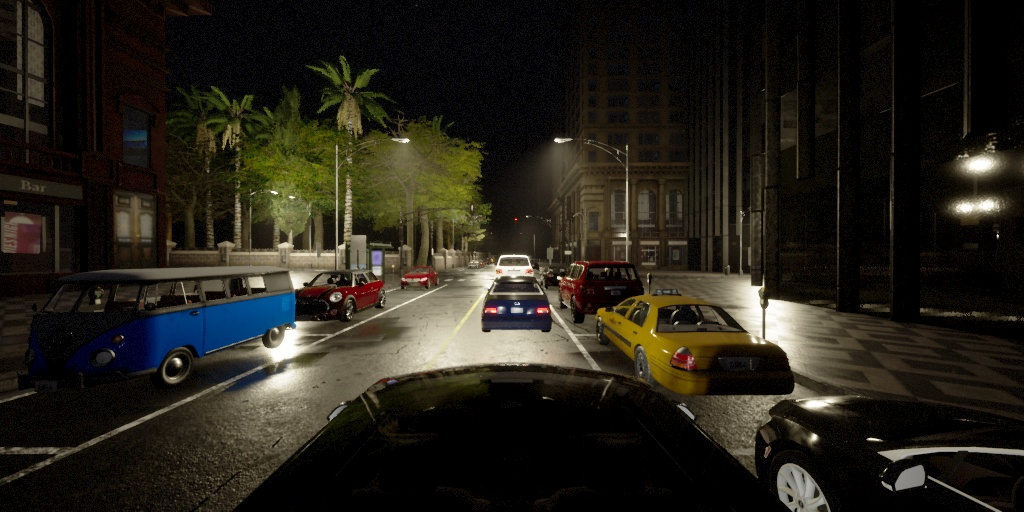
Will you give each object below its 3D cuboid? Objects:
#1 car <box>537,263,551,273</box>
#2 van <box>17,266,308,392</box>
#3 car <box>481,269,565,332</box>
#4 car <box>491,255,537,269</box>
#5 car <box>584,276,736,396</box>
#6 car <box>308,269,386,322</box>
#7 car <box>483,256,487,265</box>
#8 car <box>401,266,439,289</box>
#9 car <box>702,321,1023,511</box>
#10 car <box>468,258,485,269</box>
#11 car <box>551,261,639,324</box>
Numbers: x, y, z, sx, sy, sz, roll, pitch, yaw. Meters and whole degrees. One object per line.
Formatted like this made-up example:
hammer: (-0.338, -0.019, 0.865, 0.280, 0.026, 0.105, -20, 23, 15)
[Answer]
car: (2.773, 1.310, 22.783, 1.948, 1.339, 4.313, 0, 0, 0)
van: (-5.761, 1.090, 6.526, 1.690, 1.789, 3.998, 0, 0, 0)
car: (0.107, 1.296, 10.753, 2.033, 1.411, 5.357, 0, 0, 0)
car: (0.110, 0.968, 21.324, 2.150, 2.045, 5.566, 0, 0, 0)
car: (2.765, 1.275, 6.677, 1.751, 1.417, 4.829, 0, 0, 0)
car: (-5.758, 1.188, 11.952, 1.967, 1.591, 4.097, 0, 0, 0)
car: (-5.733, 1.159, 60.085, 1.967, 1.591, 4.097, 0, 0, 0)
car: (-5.753, 1.327, 22.805, 1.802, 1.307, 4.207, 0, 0, 0)
car: (2.762, 1.300, 1.082, 2.007, 1.370, 4.403, 0, 0, 0)
car: (-5.736, 1.274, 54.664, 2.007, 1.370, 4.403, 0, 0, 0)
car: (2.767, 1.063, 11.932, 2.192, 1.841, 5.009, 0, 0, 0)
